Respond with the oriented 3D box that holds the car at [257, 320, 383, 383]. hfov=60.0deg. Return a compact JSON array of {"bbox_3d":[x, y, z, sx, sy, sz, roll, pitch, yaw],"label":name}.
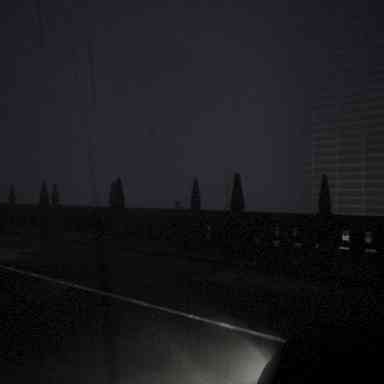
[{"bbox_3d":[3.029,1.544,1.831,5.357,1.411,2.033,0,0,36],"label":"car"}]
